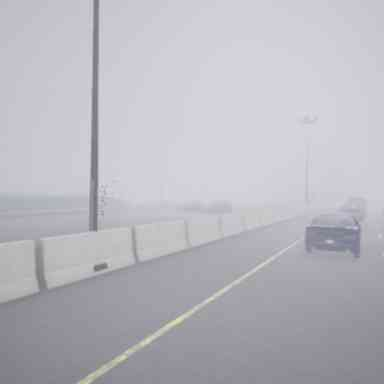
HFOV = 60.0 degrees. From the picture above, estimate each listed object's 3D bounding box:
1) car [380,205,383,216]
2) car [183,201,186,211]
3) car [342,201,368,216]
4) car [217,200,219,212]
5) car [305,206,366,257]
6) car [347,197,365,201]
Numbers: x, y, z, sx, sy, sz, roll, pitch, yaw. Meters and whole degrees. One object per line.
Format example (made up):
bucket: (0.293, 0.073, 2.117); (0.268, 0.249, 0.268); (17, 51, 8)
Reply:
car: (22.122, 1.904, 36.815); (1.837, 1.490, 4.892); (0, 0, 28)
car: (-0.068, 1.712, 39.847); (1.812, 1.442, 4.674); (0, -1, 28)
car: (12.682, 1.745, 26.457); (2.128, 1.511, 4.902); (0, 0, 28)
car: (3.213, 1.721, 38.555); (1.837, 1.490, 4.892); (0, -1, 28)
car: (6.013, 1.603, 13.870); (1.882, 1.535, 5.008); (0, 0, 28)
car: (18.911, 1.594, 38.231); (2.150, 2.045, 5.566); (0, 0, 28)
